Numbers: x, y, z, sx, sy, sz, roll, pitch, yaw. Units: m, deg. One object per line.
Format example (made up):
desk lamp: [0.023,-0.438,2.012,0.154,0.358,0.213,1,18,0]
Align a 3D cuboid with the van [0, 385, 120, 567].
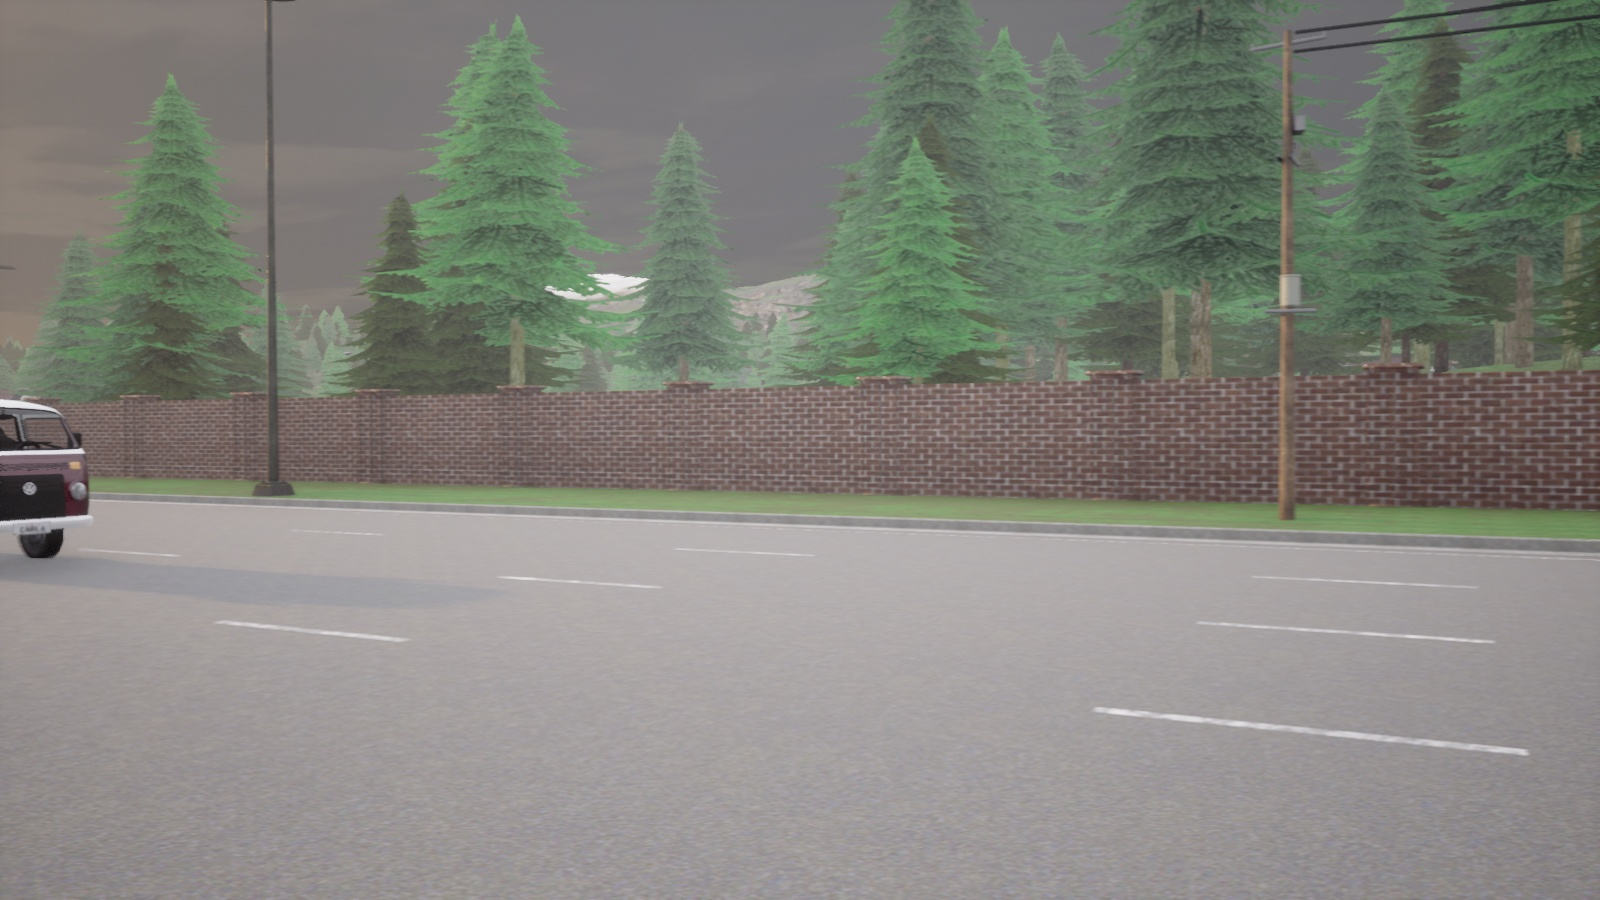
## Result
van: [-10.778,0.260,15.453,4.480,2.038,2.069,1,1,28]
